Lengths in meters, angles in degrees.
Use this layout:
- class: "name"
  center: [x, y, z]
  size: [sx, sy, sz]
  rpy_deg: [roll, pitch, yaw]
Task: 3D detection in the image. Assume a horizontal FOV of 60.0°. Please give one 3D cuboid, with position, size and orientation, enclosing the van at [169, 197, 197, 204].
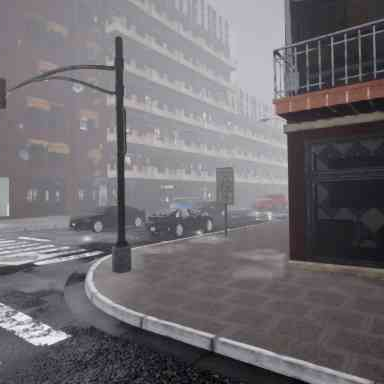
- class: "van"
  center: [-0.438, 1.365, 30.449]
  size: [1.690, 1.788, 3.998]
  rpy_deg: [-1, -1, 36]

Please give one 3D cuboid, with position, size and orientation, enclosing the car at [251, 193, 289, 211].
- class: "car"
  center: [9.610, 1.167, 40.235]
  size: [2.150, 2.045, 5.566]
  rpy_deg: [-1, -1, 36]

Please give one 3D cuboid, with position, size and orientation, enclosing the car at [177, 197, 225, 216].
- class: "car"
  center: [1.174, 1.478, 28.457]
  size: [1.837, 1.490, 4.892]
  rpy_deg: [-1, -1, 35]

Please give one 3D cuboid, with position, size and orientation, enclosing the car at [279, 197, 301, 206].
- class: "car"
  center: [15.672, 1.496, 52.962]
  size: [1.752, 1.417, 4.829]
  rpy_deg: [-1, -1, 36]

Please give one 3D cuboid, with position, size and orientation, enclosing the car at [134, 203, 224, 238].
- class: "car"
  center: [-0.507, 1.435, 16.803]
  size: [2.008, 1.369, 4.403]
  rpy_deg: [-1, -1, 36]

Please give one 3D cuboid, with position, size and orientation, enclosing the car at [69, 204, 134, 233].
- class: "car"
  center: [-4.919, 1.476, 19.944]
  size: [1.882, 1.535, 5.008]
  rpy_deg: [-1, -1, 36]
